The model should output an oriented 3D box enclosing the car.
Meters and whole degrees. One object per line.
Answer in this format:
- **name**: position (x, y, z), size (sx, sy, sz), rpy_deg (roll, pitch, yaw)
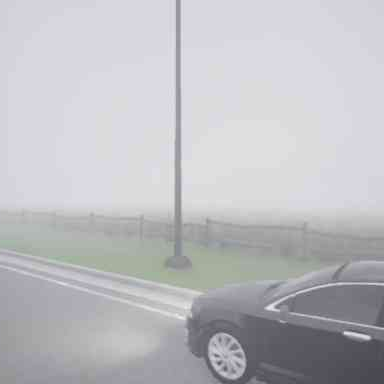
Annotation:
- **car**: position (2.117, 1.575, 3.797), size (4.892, 1.490, 1.837), rpy_deg (-1, -1, 38)
